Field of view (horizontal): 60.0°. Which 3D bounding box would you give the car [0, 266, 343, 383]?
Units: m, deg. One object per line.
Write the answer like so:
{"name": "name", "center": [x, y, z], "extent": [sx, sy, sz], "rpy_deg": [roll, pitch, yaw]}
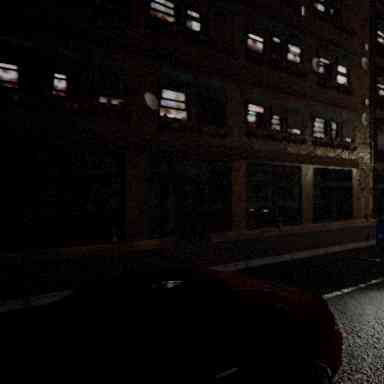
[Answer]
{"name": "car", "center": [-0.460, 1.527, 3.039], "extent": [4.674, 1.442, 1.812], "rpy_deg": [0, 0, -36]}

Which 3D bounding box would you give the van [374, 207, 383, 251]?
{"name": "van", "center": [8.595, 1.354, 12.692], "extent": [3.998, 1.788, 1.690], "rpy_deg": [0, 0, -35]}
